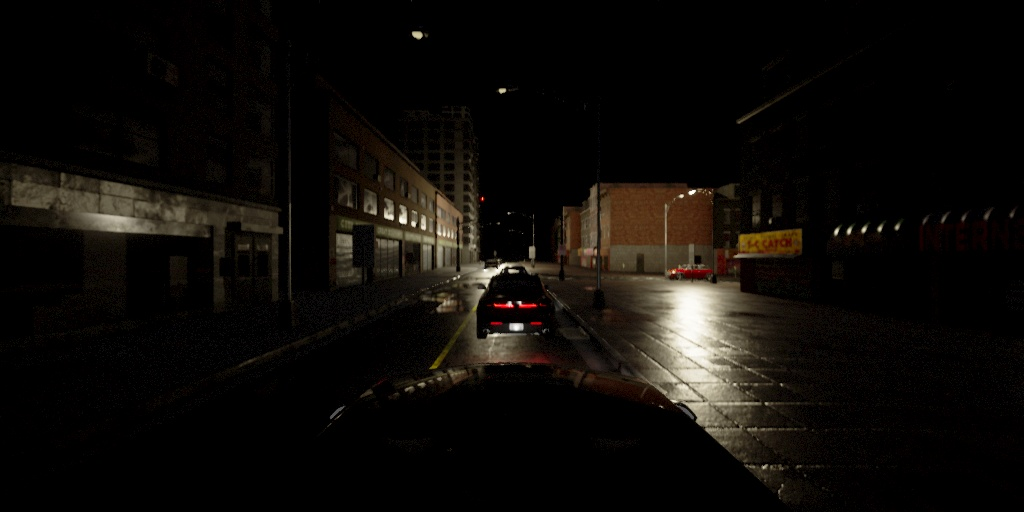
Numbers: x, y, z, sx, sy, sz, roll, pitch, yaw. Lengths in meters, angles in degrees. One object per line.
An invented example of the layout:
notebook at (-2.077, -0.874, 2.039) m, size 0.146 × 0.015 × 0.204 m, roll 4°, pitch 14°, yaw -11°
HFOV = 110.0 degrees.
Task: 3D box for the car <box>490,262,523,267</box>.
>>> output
car at (0.093, 1.245, 19.545) m, size 2.033 × 1.411 × 5.357 m, roll 0°, pitch 0°, yaw 0°

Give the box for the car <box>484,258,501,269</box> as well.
car at (-2.875, 1.081, 50.553) m, size 1.882 × 1.535 × 5.008 m, roll 0°, pitch 0°, yaw 0°

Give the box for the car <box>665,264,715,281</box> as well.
car at (16.332, 1.482, 33.136) m, size 4.097 × 1.591 × 1.967 m, roll 0°, pitch 0°, yaw 0°

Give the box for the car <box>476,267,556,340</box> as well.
car at (0.085, 1.231, 9.934) m, size 1.837 × 1.490 × 4.892 m, roll 0°, pitch 0°, yaw 0°
